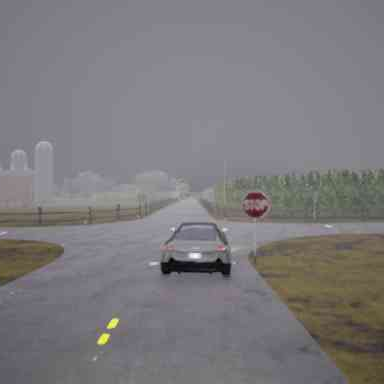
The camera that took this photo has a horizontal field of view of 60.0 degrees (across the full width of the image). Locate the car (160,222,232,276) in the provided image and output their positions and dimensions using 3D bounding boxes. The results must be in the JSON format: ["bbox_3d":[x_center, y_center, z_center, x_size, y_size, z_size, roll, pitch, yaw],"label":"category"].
[{"bbox_3d":[0.211,1.631,10.603,1.994,1.385,4.181,0,0,4],"label":"car"}]
